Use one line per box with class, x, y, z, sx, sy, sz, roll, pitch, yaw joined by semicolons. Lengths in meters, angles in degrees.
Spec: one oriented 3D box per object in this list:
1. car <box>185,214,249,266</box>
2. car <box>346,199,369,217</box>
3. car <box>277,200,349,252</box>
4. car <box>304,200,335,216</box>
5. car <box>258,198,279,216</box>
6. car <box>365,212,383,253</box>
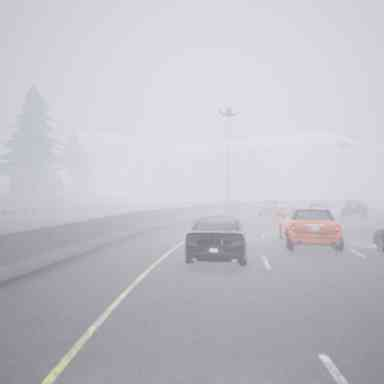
car;0.993;1.525;11.942;1.882;1.535;5.008;0;0;9
car;16.197;1.502;32.907;2.097;1.767;4.553;0;0;31
car;5.059;1.416;14.614;2.097;1.767;4.553;0;0;11
car;13.757;1.648;35.637;2.128;1.511;4.902;0;0;32
car;8.286;1.492;33.399;2.097;1.767;4.553;0;0;30
car;7.752;1.601;10.849;2.033;1.411;5.357;0;0;10
